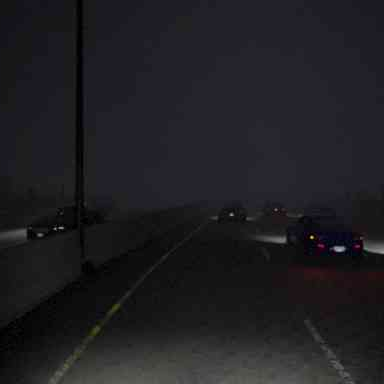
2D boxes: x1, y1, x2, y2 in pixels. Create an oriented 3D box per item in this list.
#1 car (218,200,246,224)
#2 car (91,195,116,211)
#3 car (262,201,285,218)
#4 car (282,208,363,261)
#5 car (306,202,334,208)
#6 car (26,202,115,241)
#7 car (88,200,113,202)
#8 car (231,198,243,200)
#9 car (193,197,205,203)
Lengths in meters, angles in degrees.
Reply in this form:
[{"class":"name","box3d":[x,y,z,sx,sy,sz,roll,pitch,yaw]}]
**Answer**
[{"class":"car","box3d":[2.993,1.532,24.641,1.994,1.385,4.181,0,0,8]},{"class":"car","box3d":[-9.737,1.268,35.149,2.097,1.767,4.553,0,0,9]},{"class":"car","box3d":[7.368,1.520,30.084,2.033,1.411,5.357,0,0,9]},{"class":"car","box3d":[4.680,1.519,12.162,1.812,1.442,4.674,0,0,7]},{"class":"car","box3d":[10.462,1.512,27.183,1.812,1.442,4.674,0,0,9]},{"class":"car","box3d":[-5.692,1.450,15.626,2.128,1.511,4.902,0,0,8]},{"class":"car","box3d":[-7.848,1.539,24.650,1.895,1.301,4.718,0,0,9]},{"class":"car","box3d":[5.687,1.452,42.006,2.163,1.488,4.792,0,0,9]},{"class":"car","box3d":[1.380,1.643,60.434,1.895,1.301,4.718,0,-1,9]}]
